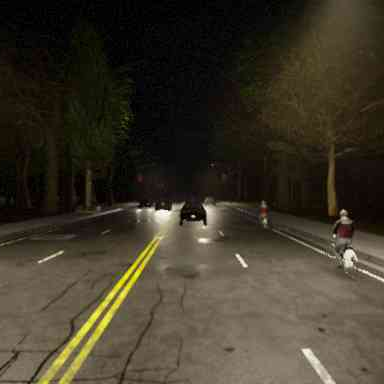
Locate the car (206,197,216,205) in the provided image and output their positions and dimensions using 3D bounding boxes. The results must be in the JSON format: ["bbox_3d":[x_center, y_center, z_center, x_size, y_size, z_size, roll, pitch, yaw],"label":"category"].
[{"bbox_3d":[3.260,1.662,61.096,1.812,1.442,4.674,0,0,0],"label":"car"}]

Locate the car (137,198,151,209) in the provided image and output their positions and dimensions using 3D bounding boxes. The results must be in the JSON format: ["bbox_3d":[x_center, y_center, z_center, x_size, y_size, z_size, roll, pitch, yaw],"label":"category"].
[{"bbox_3d":[-6.627,1.585,47.546,1.837,1.490,4.892,0,0,0],"label":"car"}]

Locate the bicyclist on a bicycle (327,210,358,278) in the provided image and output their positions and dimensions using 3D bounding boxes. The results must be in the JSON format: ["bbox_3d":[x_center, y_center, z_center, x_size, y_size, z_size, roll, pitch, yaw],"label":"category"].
[{"bbox_3d":[4.135,1.373,9.263,0.659,1.776,1.843,0,0,0],"label":"bicyclist on a bicycle"}]

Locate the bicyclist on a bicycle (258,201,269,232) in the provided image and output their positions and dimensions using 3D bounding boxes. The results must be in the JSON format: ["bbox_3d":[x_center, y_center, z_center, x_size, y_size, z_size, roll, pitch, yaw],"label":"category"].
[{"bbox_3d":[4.128,1.384,19.379,0.659,1.776,1.843,0,0,0],"label":"bicyclist on a bicycle"}]

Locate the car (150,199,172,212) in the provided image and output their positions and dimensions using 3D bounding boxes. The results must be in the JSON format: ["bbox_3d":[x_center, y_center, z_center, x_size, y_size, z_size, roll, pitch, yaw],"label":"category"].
[{"bbox_3d":[-3.376,1.604,40.070,2.033,1.411,5.357,0,0,0],"label":"car"}]

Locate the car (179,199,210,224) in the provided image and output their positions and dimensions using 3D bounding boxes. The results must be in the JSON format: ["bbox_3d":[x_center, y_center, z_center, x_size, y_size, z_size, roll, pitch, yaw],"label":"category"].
[{"bbox_3d":[0.081,1.501,24.800,1.882,1.535,5.008,0,0,0],"label":"car"}]

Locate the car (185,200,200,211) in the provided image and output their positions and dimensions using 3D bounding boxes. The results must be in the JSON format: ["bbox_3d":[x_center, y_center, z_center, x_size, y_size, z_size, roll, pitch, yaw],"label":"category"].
[{"bbox_3d":[0.067,1.666,42.936,1.895,1.301,4.718,0,0,0],"label":"car"}]
